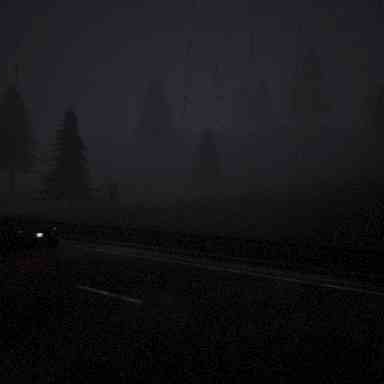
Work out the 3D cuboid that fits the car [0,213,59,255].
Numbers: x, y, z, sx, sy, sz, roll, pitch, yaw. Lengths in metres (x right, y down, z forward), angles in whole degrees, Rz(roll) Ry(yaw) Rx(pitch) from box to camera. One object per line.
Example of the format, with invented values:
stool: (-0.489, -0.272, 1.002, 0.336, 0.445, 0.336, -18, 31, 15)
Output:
car: (-7.274, 1.561, 13.474, 4.181, 1.385, 1.994, 0, 0, 35)
